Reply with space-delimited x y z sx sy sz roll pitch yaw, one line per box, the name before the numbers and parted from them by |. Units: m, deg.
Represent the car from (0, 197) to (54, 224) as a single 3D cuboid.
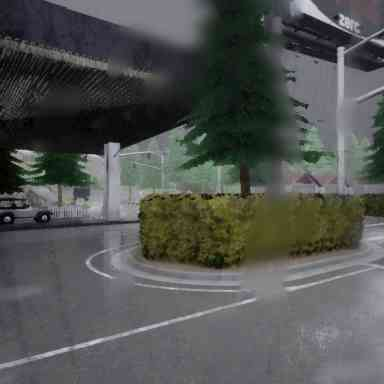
car | -11.986 1.313 23.463 3.866 1.878 1.905 0 0 -36
